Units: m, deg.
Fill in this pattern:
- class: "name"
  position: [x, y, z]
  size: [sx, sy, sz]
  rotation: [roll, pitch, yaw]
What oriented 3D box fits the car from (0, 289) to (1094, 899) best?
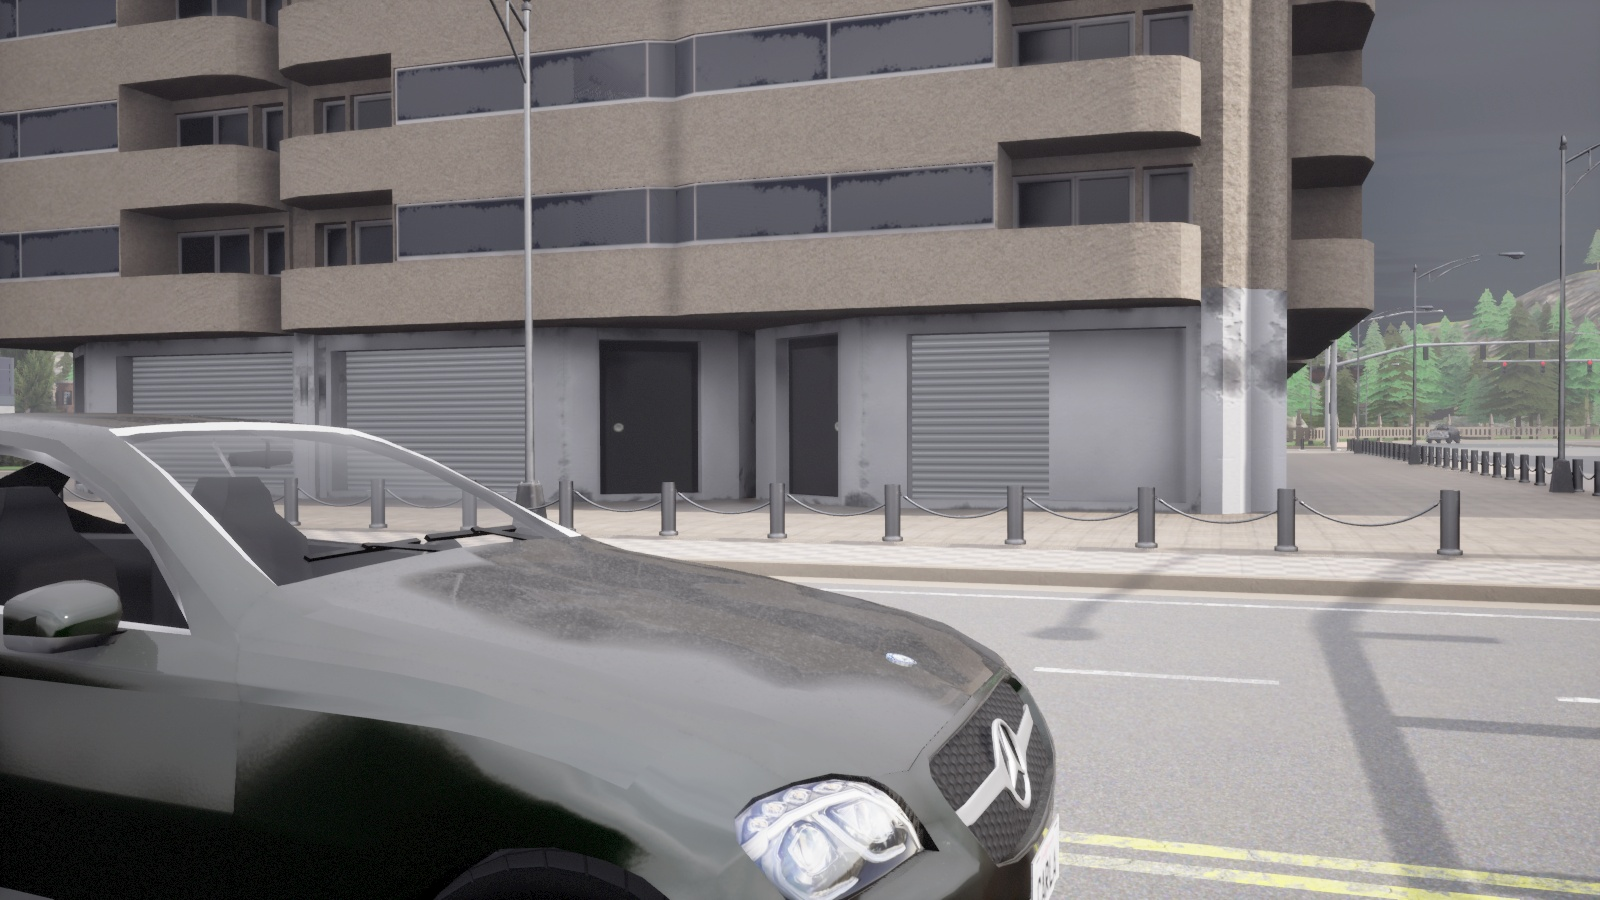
- class: "car"
  position: [-1.794, 0.538, 3.794]
  size: [5.027, 1.651, 2.152]
  rotation: [1, 1, 19]
